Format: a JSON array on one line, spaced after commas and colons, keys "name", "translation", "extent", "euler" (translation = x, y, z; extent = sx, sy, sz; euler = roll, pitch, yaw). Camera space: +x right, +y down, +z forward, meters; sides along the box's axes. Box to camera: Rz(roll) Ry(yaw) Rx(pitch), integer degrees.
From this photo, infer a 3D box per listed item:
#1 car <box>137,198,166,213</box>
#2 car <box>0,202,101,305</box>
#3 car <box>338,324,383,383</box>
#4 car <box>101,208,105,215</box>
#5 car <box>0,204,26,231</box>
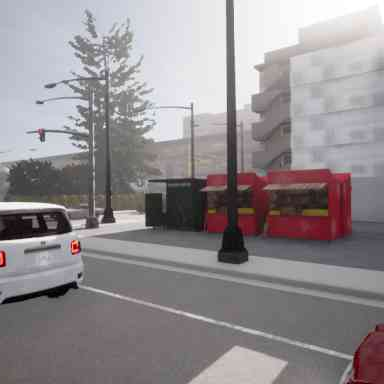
[{"name": "car", "translation": [-4.126, 1.482, 37.595], "extent": [2.097, 1.767, 4.553], "euler": [-1, -1, 36]}, {"name": "car", "translation": [-4.748, 1.234, 7.336], "extent": [5.566, 2.045, 2.150], "euler": [0, 0, 36]}, {"name": "car", "translation": [3.267, 1.601, 1.653], "extent": [4.718, 1.301, 1.895], "euler": [0, 0, 35]}, {"name": "car", "translation": [-10.087, 1.731, 29.381], "extent": [1.895, 1.301, 4.718], "euler": [-1, -1, 36]}, {"name": "car", "translation": [-12.838, 1.574, 19.765], "extent": [1.882, 1.535, 5.008], "euler": [0, 0, 43]}]
